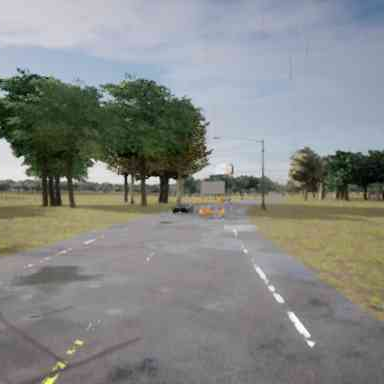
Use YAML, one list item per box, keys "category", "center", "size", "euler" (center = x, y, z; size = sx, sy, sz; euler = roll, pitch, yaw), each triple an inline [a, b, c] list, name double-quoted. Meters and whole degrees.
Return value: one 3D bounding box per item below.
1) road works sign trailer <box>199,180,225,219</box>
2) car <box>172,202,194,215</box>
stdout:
- category: "road works sign trailer"
  center: [1.940, 0.636, 31.397]
  size: [2.380, 3.560, 2.880]
  euler: [0, 0, 7]
- category: "car"
  center: [-0.945, 1.794, 36.564]
  size: [1.895, 1.301, 4.718]
  euler: [0, 0, 8]
